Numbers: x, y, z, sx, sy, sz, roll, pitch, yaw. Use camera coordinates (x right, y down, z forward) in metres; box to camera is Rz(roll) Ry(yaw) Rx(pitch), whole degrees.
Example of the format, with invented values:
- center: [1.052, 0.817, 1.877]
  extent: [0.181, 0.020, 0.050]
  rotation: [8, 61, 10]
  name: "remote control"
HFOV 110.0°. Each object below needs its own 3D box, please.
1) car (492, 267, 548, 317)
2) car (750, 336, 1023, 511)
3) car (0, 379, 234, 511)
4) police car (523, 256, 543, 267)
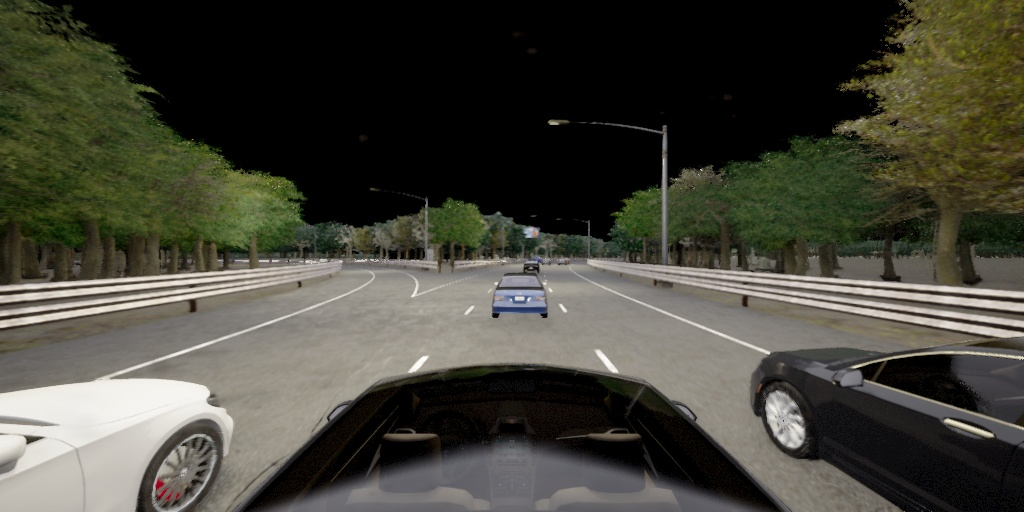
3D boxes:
- center: [0.303, 1.299, 13.067]
  extent: [2.033, 1.411, 5.357]
  rotation: [0, 0, 2]
  name: "car"
- center: [3.632, 1.259, 2.126]
  extent: [1.837, 1.490, 4.892]
  rotation: [0, 0, 0]
  name: "car"
- center: [-3.370, 1.272, 1.189]
  extent: [1.812, 1.442, 4.674]
  rotation: [0, 0, 0]
  name: "car"
- center: [2.477, 1.190, 44.185]
  extent: [1.930, 1.638, 5.238]
  rotation: [0, 0, 6]
  name: "police car"
